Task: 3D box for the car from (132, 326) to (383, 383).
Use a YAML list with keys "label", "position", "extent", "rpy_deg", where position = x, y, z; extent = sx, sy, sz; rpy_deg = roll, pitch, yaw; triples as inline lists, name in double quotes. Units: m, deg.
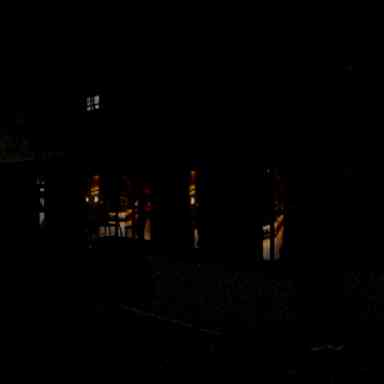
- label: "car"
  position: [1.447, 1.550, 1.841]
  extent: [4.403, 1.369, 2.008]
  rpy_deg: [0, 0, 35]
